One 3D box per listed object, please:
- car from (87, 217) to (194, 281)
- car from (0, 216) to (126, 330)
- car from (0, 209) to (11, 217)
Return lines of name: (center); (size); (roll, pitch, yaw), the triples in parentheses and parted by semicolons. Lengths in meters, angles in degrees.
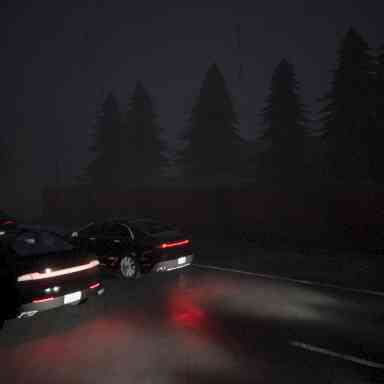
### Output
car: (-2.226, 1.505, 9.908); (4.892, 1.490, 1.837); (0, 0, 36)
car: (-3.899, 1.492, 6.799); (4.902, 1.511, 2.128); (0, 0, 36)
car: (-9.971, 1.505, 15.473); (4.892, 1.490, 1.837); (0, 0, 36)
